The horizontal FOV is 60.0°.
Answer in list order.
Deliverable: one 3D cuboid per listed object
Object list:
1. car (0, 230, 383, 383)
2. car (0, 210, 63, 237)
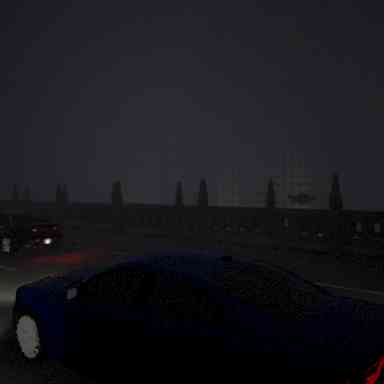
[{"bbox_3d":[-0.292,1.475,4.162,5.008,1.535,1.882,0,0,35],"label":"car"},{"bbox_3d":[-7.128,1.499,13.243,4.892,1.490,1.837,0,0,35],"label":"car"}]
